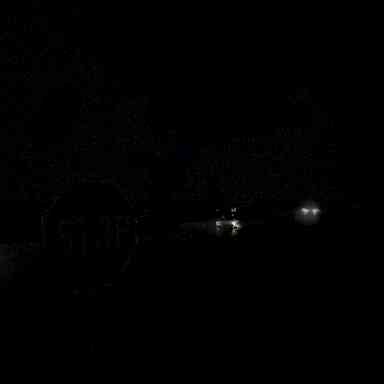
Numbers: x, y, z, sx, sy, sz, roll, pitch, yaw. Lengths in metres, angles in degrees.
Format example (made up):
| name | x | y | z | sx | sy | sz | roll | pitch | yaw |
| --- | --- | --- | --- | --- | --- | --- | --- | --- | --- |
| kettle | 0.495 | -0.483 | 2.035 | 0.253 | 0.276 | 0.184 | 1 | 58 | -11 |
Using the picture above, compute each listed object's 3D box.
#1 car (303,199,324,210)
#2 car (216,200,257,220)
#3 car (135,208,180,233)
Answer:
| name | x | y | z | sx | sy | sz | roll | pitch | yaw |
| --- | --- | --- | --- | --- | --- | --- | --- | --- | --- |
| car | 17.023 | 1.748 | 46.638 | 1.994 | 1.385 | 4.181 | -2 | -2 | 37 |
| car | 3.856 | 1.467 | 28.890 | 2.097 | 1.767 | 4.553 | -2 | -2 | 36 |
| car | -2.609 | 1.644 | 20.089 | 1.994 | 1.385 | 4.181 | -2 | -2 | 37 |
